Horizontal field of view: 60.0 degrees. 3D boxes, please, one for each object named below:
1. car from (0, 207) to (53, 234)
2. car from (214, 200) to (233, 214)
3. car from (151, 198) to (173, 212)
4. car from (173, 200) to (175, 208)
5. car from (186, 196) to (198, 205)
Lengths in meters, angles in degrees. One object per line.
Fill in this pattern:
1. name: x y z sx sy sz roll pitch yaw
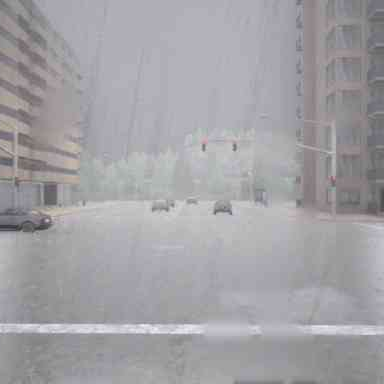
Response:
1. car: -10.070 1.564 18.592 4.181 1.385 1.994 0 0 1
2. car: 3.266 1.547 34.754 2.033 1.411 5.357 0 0 6
3. car: -3.576 1.526 38.866 1.812 1.442 4.674 0 0 0
4. car: -3.574 1.564 48.948 1.994 1.385 4.181 0 0 0
5. car: -0.012 1.526 60.173 1.812 1.442 4.674 0 0 0
